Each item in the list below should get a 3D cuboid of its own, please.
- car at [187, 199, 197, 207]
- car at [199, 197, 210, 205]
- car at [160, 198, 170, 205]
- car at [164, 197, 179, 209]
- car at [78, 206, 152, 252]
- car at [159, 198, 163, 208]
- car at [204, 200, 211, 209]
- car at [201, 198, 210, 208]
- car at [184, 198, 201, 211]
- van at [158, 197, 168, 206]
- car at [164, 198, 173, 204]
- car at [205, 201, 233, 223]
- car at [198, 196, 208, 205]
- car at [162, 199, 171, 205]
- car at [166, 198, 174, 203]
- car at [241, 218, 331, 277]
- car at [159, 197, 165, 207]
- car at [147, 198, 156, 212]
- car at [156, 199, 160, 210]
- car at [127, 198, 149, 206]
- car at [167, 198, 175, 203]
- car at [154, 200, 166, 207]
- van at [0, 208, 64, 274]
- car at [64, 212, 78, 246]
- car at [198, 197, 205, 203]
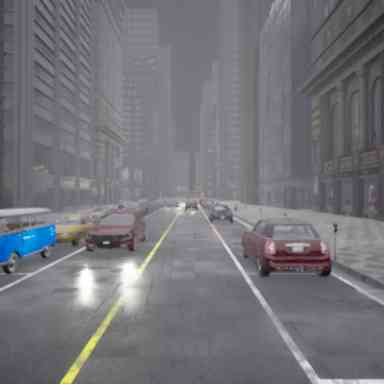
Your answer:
[{"bbox_3d":[-0.090,2.036,63.499,1.837,1.490,4.892,0,-1,0],"label":"car"},{"bbox_3d":[2.655,1.926,72.556,2.192,1.841,5.009,0,-1,0],"label":"car"},{"bbox_3d":[-5.868,2.136,72.369,1.752,1.417,4.829,0,-1,0],"label":"car"},{"bbox_3d":[-3.144,1.962,55.159,1.837,1.490,4.892,0,0,0],"label":"car"},{"bbox_3d":[-3.121,1.596,14.580,1.882,1.535,5.008,0,0,0],"label":"car"},{"bbox_3d":[-5.836,1.980,49.993,1.947,1.339,4.313,0,0,0],"label":"car"},{"bbox_3d":[2.705,1.900,38.738,1.802,1.307,4.206,0,0,0],"label":"car"},{"bbox_3d":[2.689,1.995,50.010,1.802,1.307,4.206,0,0,0],"label":"car"},{"bbox_3d":[-0.057,1.896,47.147,1.837,1.490,4.892,0,0,0],"label":"car"},{"bbox_3d":[-5.861,1.903,66.904,1.690,1.788,3.998,0,-1,0],"label":"van"},{"bbox_3d":[-5.884,2.282,83.811,1.947,1.339,4.313,0,-1,0],"label":"car"},{"bbox_3d":[2.313,1.749,27.436,1.812,1.442,4.674,0,0,0],"label":"car"},{"bbox_3d":[2.647,1.978,78.192,2.192,1.841,5.009,0,-1,0],"label":"car"},{"bbox_3d":[-5.876,2.246,78.175,1.802,1.307,4.206,0,-1,0],"label":"car"},{"bbox_3d":[-5.892,2.335,89.447,1.947,1.339,4.313,0,-1,0],"label":"car"},{"bbox_3d":[2.745,1.525,10.558,1.967,1.590,4.097,0,0,0],"label":"car"},{"bbox_3d":[-5.844,2.013,55.629,2.008,1.369,4.403,0,0,0],"label":"car"},{"bbox_3d":[-5.821,1.634,38.722,2.192,1.841,5.009,0,0,0],"label":"car"},{"bbox_3d":[-5.828,1.932,44.357,1.947,1.339,4.313,0,0,0],"label":"car"},{"bbox_3d":[-5.812,1.712,33.084,1.967,1.590,4.097,0,0,0],"label":"car"},{"bbox_3d":[-5.901,2.373,95.084,2.008,1.369,4.403,0,-1,0],"label":"car"},{"bbox_3d":[-5.852,2.093,61.266,1.802,1.307,4.206,0,0,0],"label":"car"},{"bbox_3d":[-5.781,1.427,10.540,1.690,1.788,3.998,0,0,0],"label":"van"},{"bbox_3d":[-5.788,1.655,16.005,1.752,1.417,4.829,0,0,0],"label":"car"},{"bbox_3d":[2.624,2.262,95.099,1.967,1.590,4.097,0,-1,0],"label":"car"}]
